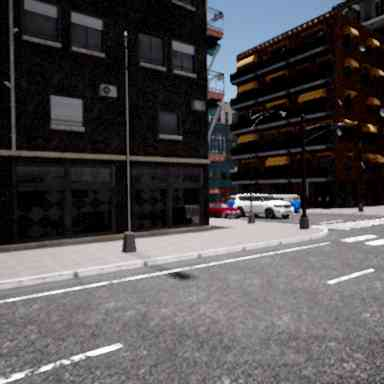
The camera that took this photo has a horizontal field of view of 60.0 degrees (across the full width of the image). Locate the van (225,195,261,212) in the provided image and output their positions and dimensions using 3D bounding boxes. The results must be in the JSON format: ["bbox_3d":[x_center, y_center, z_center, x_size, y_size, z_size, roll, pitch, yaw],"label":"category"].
[{"bbox_3d":[5.835,1.272,38.460,1.690,1.788,3.998,-2,1,-36],"label":"van"}]

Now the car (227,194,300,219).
[{"bbox_3d":[5.962,1.153,28.486,2.150,2.045,5.566,-1,0,-36],"label":"car"}]

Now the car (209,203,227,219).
[{"bbox_3d":[2.393,1.594,29.036,1.802,1.307,4.206,-2,1,-36],"label":"car"}]
